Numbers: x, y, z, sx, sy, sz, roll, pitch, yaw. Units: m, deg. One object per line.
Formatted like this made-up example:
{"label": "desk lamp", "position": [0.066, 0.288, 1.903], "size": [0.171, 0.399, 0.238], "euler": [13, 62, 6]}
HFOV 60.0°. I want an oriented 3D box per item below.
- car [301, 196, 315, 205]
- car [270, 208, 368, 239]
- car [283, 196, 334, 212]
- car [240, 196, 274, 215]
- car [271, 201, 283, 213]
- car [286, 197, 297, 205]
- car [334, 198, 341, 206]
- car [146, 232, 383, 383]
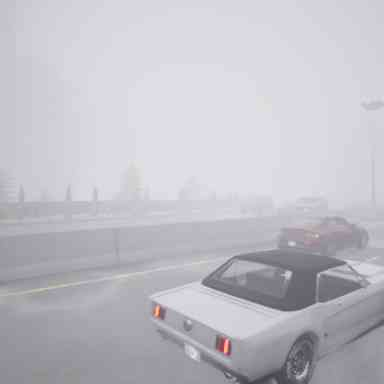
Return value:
{"label": "car", "position": [25.682, 1.845, 73.643], "size": [2.097, 1.767, 4.553], "euler": [0, -1, 10]}
{"label": "car", "position": [5.079, 1.568, 12.786], "size": [4.674, 1.442, 1.812], "euler": [0, 0, -42]}
{"label": "car", "position": [10.236, 1.353, 28.882], "size": [2.150, 2.045, 5.566], "euler": [0, 0, 38]}
{"label": "car", "position": [7.341, 1.420, 36.688], "size": [2.150, 2.045, 5.566], "euler": [0, 0, 35]}
{"label": "car", "position": [10.407, 1.780, 34.979], "size": [1.895, 1.301, 4.718], "euler": [0, -1, 35]}
{"label": "car", "position": [22.274, 2.001, 74.548], "size": [1.882, 1.535, 5.008], "euler": [0, -1, 10]}
{"label": "car", "position": [27.669, 1.942, 64.901], "size": [1.994, 1.385, 4.181], "euler": [0, -1, 13]}
{"label": "car", "position": [1.749, 1.617, 5.314], "size": [4.718, 1.301, 1.895], "euler": [0, 0, -38]}
